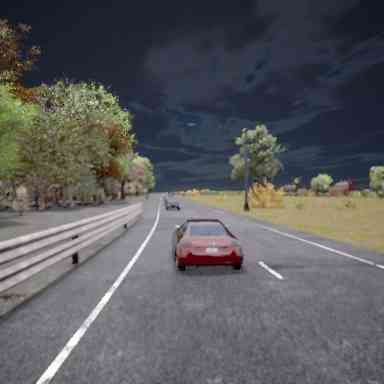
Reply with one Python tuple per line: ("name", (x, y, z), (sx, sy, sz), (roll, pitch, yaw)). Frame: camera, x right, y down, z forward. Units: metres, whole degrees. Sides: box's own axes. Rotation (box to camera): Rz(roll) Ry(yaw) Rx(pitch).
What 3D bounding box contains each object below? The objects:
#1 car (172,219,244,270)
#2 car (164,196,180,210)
("car", (0.375, 1.591, 11.220), (1.994, 1.385, 4.181), (0, 0, -5))
("car", (-2.629, 1.629, 44.877), (2.033, 1.411, 5.357), (0, 0, -5))
